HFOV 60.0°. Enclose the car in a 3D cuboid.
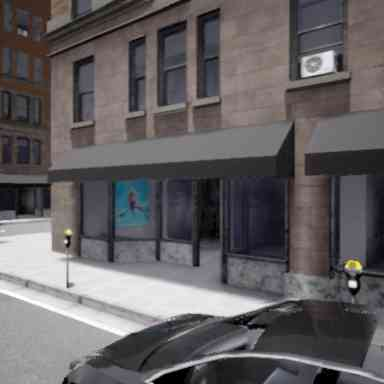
[{"bbox_3d":[0.856,1.565,2.468,4.313,1.339,1.947,0,0,36],"label":"car"}]
